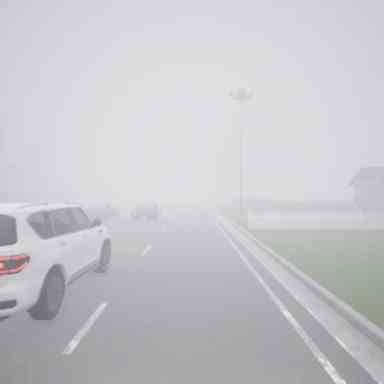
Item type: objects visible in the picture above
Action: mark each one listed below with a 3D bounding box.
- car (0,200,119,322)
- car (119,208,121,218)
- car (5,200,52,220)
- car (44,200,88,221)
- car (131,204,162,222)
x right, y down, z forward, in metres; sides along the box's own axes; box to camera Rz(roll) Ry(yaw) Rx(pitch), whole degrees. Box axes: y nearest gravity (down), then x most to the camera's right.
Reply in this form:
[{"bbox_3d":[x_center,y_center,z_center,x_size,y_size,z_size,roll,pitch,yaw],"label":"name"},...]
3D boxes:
[{"bbox_3d":[-3.448,1.219,7.419,2.150,2.045,5.566,0,0,1],"label":"car"},{"bbox_3d":[-6.925,1.583,26.018,1.895,1.301,4.718,0,0,0],"label":"car"},{"bbox_3d":[-13.919,1.505,28.640,1.812,1.442,4.674,0,0,0],"label":"car"},{"bbox_3d":[-10.421,1.485,27.953,1.837,1.490,4.892,0,0,0],"label":"car"},{"bbox_3d":[-3.425,1.583,26.019,1.895,1.301,4.718,0,0,0],"label":"car"}]
